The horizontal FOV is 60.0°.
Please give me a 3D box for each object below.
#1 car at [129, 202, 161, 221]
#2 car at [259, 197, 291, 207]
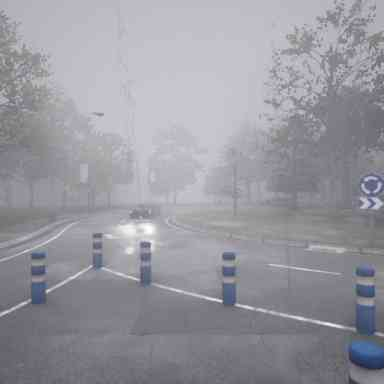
[{"bbox_3d":[-3.711,1.533,26.809,1.895,1.301,4.718,0,0,3],"label":"car"},{"bbox_3d":[11.157,1.323,44.926,4.181,1.385,1.994,0,0,-12],"label":"car"}]
